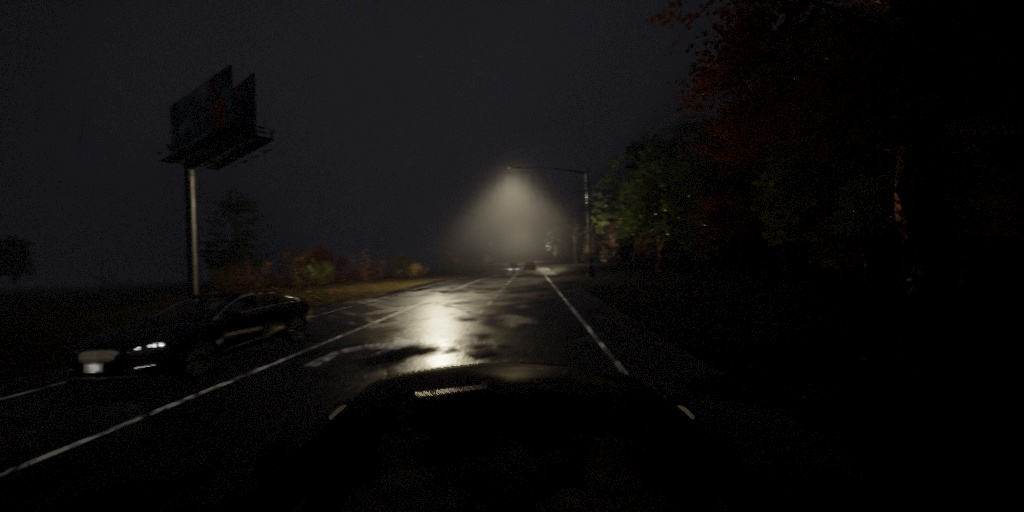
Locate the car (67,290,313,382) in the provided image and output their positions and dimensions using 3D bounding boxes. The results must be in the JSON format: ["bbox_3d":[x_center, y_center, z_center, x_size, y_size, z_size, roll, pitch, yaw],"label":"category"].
[{"bbox_3d":[-6.776,1.600,8.354,2.128,1.511,4.902,-3,-1,3],"label":"car"}]

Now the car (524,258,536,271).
[{"bbox_3d":[2.968,1.605,59.198,1.882,1.535,5.008,-3,0,3],"label":"car"}]
